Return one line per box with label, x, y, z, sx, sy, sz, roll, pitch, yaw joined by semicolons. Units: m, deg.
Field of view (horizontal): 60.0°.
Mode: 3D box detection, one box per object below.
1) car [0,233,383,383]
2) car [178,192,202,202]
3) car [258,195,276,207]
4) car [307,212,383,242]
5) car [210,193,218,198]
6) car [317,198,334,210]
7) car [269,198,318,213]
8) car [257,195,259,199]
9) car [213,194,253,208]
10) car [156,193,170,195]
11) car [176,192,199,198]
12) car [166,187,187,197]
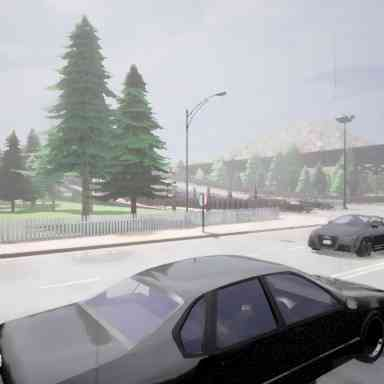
car;0.533;1.547;4.125;5.357;1.411;2.033;0;0;-35
car;-0.459;0.846;57.696;1.994;1.385;4.181;0;4;-37
car;11.297;1.469;42.158;1.882;1.535;5.008;0;0;-37
car;6.356;1.564;12.782;4.181;1.385;1.994;0;0;-35
car;5.524;1.334;49.762;2.128;1.511;4.902;0;2;-37
car;15.573;1.485;42.315;2.128;1.511;4.902;0;0;-37
car;10.990;1.600;36.709;1.895;1.301;4.718;0;0;-36
car;10.094;1.282;49.529;2.097;1.767;4.553;0;1;-37
car;5.484;1.453;44.024;2.128;1.511;4.902;0;1;-37
car;-6.612;0.284;60.093;1.837;1.490;4.892;0;6;-37
car;-0.534;1.154;51.975;1.994;1.385;4.181;0;3;-37
car;-3.241;-0.030;67.318;1.895;1.301;4.718;0;7;-36
